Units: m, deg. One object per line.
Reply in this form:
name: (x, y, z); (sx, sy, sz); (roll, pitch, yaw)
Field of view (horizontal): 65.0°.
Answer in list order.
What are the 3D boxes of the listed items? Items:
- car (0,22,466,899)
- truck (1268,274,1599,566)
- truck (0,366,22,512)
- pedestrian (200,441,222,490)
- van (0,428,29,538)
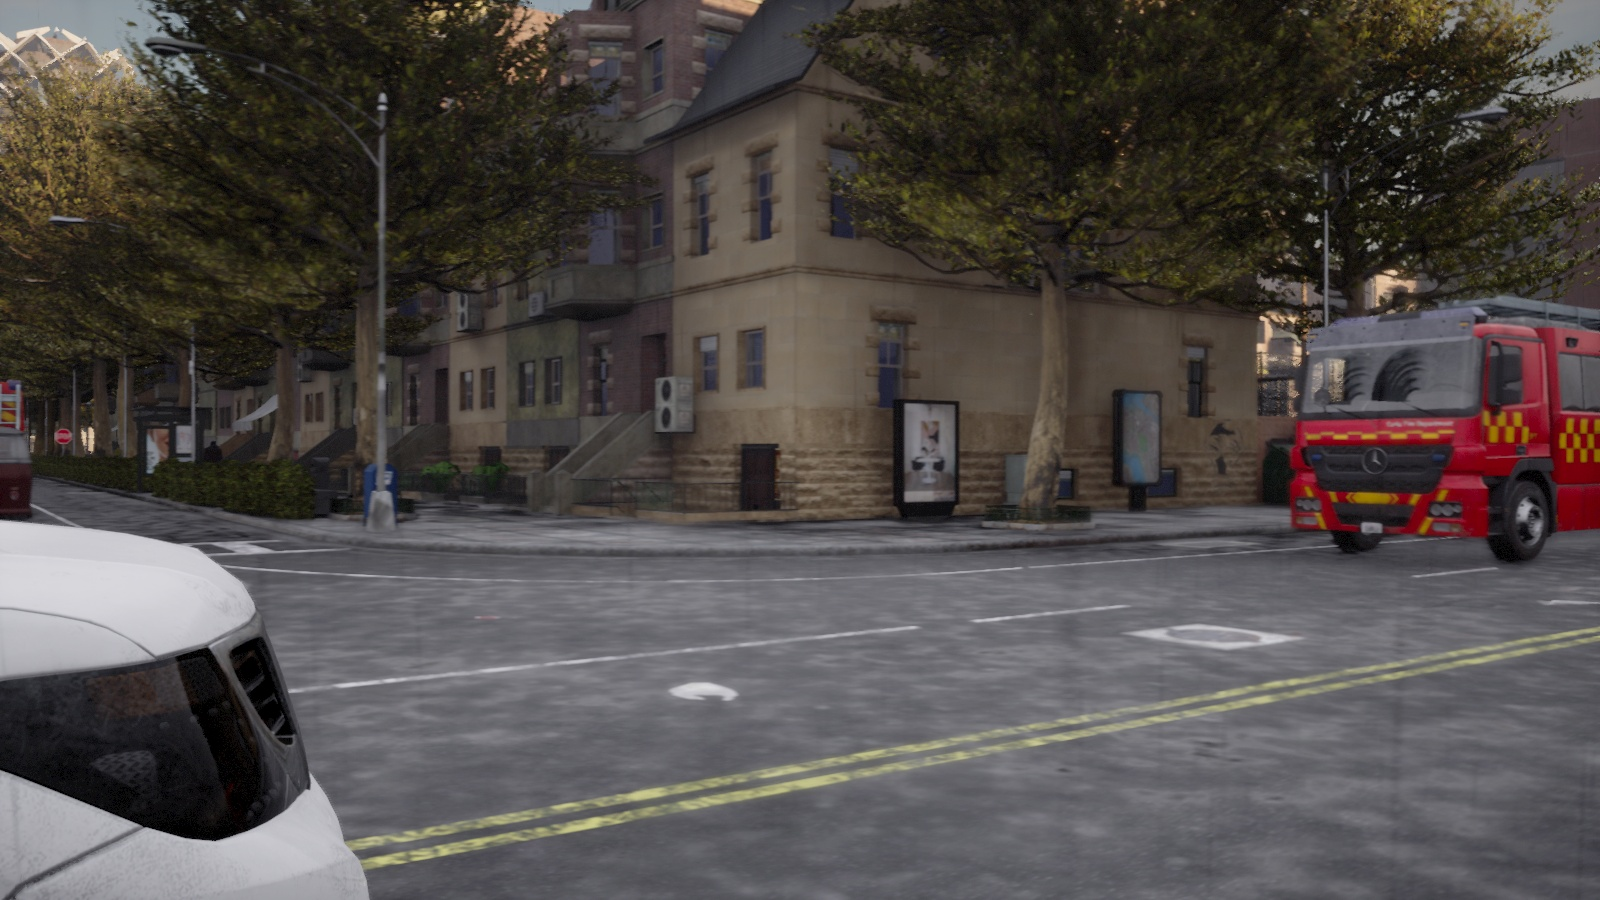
car: (-3.422, 0.474, 1.262); (5.566, 2.045, 2.150); (0, 0, -35)
truck: (11.298, -0.386, 20.036); (8.468, 3.827, 2.891); (0, 0, -35)
truck: (-24.103, -0.277, 35.740); (2.891, 3.827, 8.468); (0, 0, -35)
pedestrian: (-22.332, 0.573, 47.626); (0.634, 1.844, 0.899); (0, 0, -34)
van: (-16.056, 0.595, 24.206); (1.775, 1.987, 4.442); (0, 0, -35)
